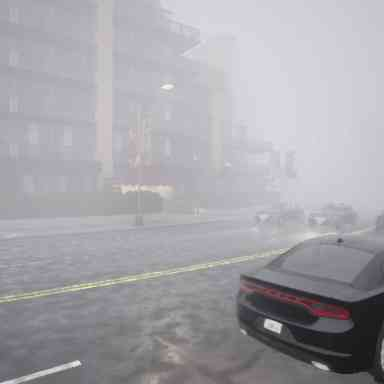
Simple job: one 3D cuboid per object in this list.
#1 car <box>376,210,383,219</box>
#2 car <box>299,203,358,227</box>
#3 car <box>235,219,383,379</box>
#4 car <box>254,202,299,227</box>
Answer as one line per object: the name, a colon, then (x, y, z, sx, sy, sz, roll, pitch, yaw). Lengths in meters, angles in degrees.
car: (11.581, 1.519, 18.558, 1.812, 1.442, 4.674, 0, 0, 40)
car: (9.002, 1.483, 21.056, 2.128, 1.511, 4.902, 0, 0, 42)
car: (2.918, 1.476, 5.618, 5.008, 1.535, 1.882, 0, 0, -39)
car: (6.187, 1.481, 23.154, 2.128, 1.511, 4.902, 0, 0, 42)
